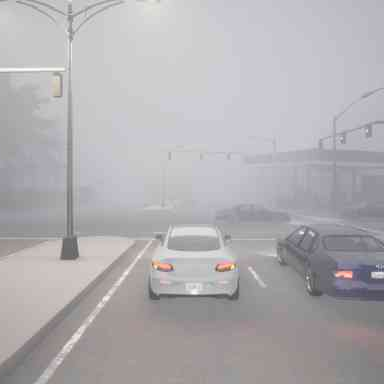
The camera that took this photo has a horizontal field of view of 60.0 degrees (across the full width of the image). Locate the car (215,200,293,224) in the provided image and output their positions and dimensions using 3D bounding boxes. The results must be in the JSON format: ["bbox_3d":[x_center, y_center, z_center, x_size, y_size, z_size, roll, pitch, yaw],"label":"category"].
[{"bbox_3d":[4.232,1.526,23.828,5.357,1.411,2.033,0,0,0],"label":"car"}]

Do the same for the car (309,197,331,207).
[{"bbox_3d":[18.651,1.433,48.642,1.970,1.475,3.806,0,0,0],"label":"car"}]

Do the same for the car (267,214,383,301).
[{"bbox_3d":[3.515,1.545,8.524,2.033,1.411,5.357,0,0,3],"label":"car"}]

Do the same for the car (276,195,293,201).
[{"bbox_3d":[12.911,1.261,47.843,2.242,1.667,4.611,0,0,0],"label":"car"}]

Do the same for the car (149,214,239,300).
[{"bbox_3d":[0.036,1.516,8.218,1.812,1.442,4.674,0,0,0],"label":"car"}]

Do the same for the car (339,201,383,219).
[{"bbox_3d":[14.761,1.523,27.708,4.674,1.442,1.812,0,0,-1],"label":"car"}]

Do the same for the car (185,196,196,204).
[{"bbox_3d":[-0.262,1.447,60.078,1.812,1.442,4.674,0,0,0],"label":"car"}]
